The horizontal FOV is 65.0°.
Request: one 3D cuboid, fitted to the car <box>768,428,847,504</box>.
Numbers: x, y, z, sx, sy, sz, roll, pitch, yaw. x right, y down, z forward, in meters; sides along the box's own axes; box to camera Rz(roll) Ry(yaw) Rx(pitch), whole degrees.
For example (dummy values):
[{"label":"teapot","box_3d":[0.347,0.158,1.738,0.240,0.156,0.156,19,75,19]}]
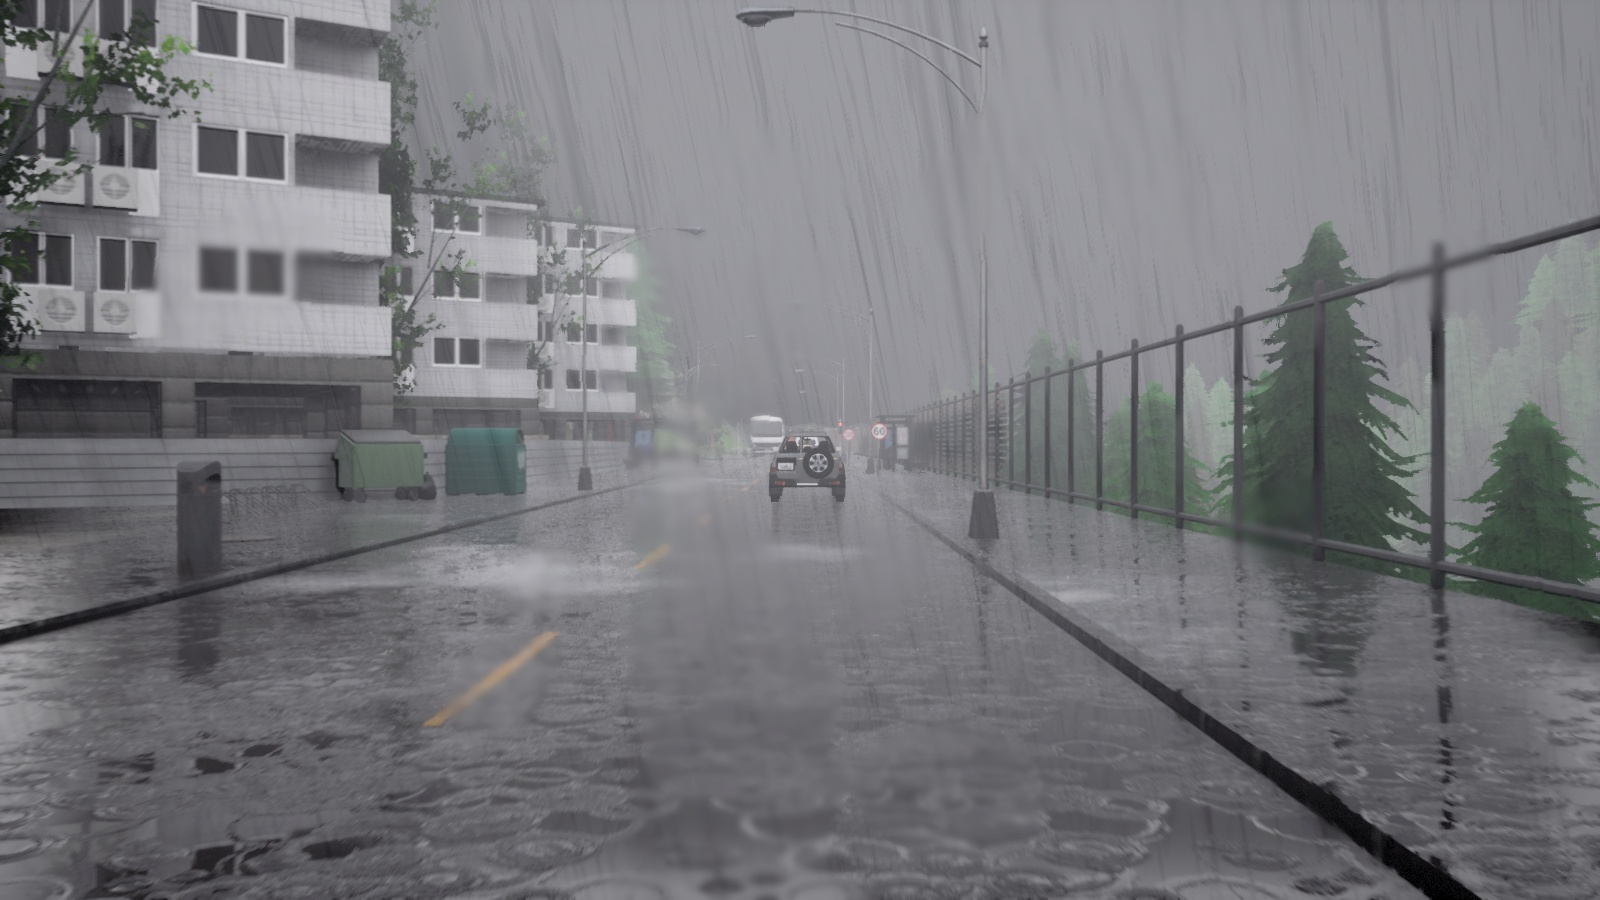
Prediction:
[{"label":"car","box_3d":[0.191,0.377,33.044,1.932,1.855,4.605,0,0,0]}]
